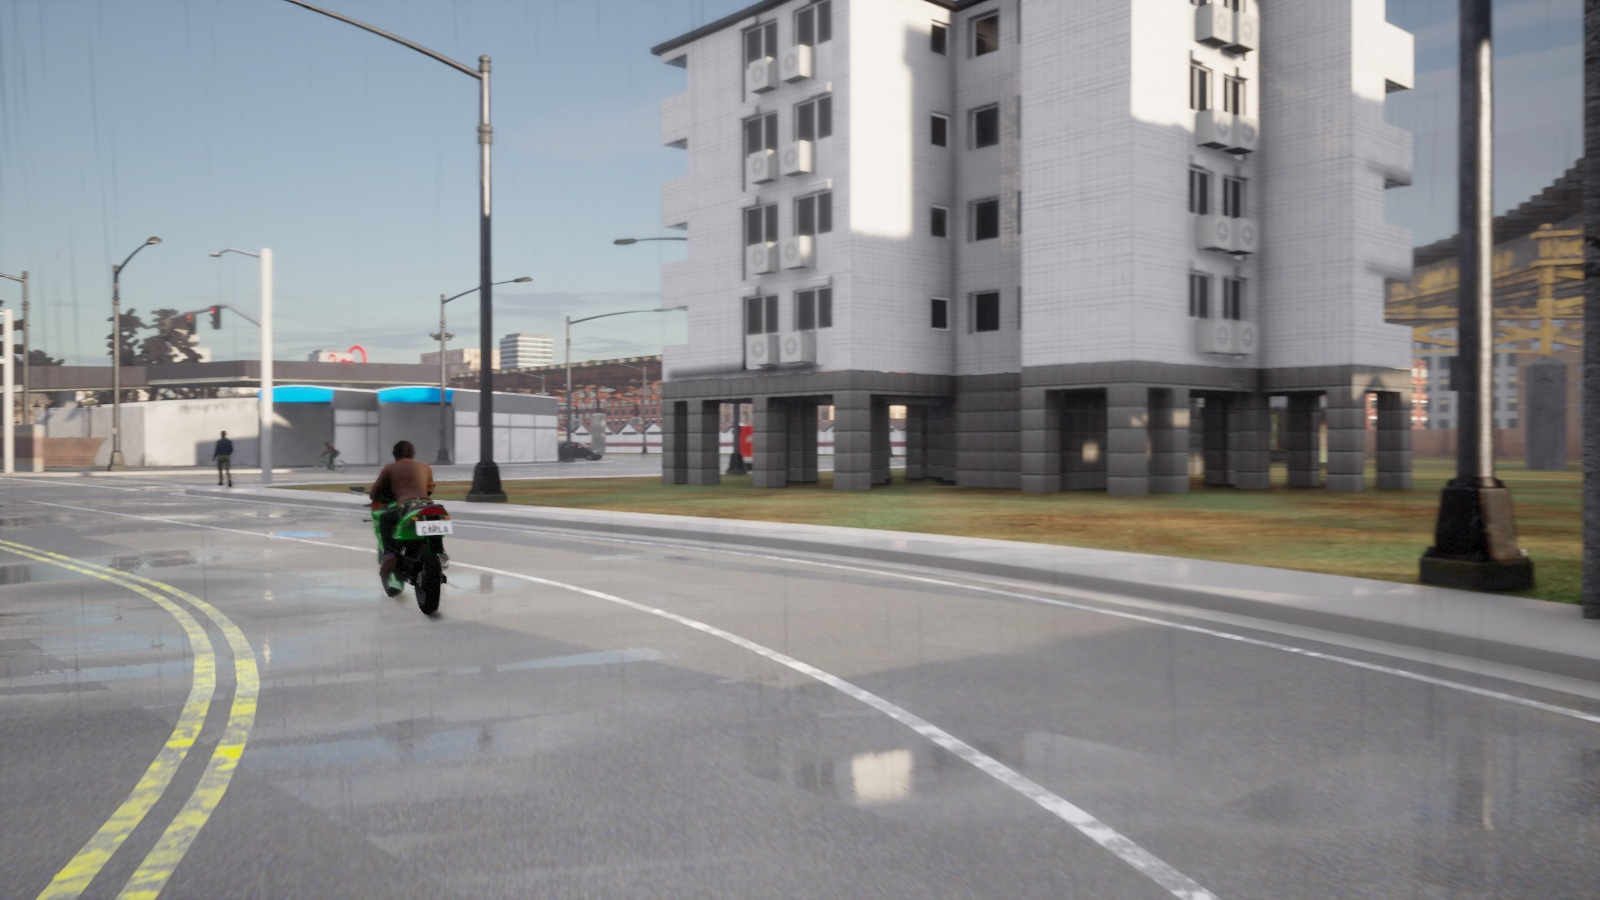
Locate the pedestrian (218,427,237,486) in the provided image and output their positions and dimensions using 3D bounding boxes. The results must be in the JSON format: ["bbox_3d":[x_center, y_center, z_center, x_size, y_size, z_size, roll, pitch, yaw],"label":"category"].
[{"bbox_3d":[-17.997,0.193,39.469,0.370,1.835,0.726,0,0,-40],"label":"pedestrian"}]

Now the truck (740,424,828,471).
[{"bbox_3d":[-0.813,-0.131,69.105,2.627,2.467,5.204,0,0,29],"label":"truck"}]

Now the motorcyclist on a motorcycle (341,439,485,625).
[{"bbox_3d":[-3.554,0.667,11.416,0.797,1.523,2.044,-1,1,-30],"label":"motorcyclist on a motorcycle"}]
